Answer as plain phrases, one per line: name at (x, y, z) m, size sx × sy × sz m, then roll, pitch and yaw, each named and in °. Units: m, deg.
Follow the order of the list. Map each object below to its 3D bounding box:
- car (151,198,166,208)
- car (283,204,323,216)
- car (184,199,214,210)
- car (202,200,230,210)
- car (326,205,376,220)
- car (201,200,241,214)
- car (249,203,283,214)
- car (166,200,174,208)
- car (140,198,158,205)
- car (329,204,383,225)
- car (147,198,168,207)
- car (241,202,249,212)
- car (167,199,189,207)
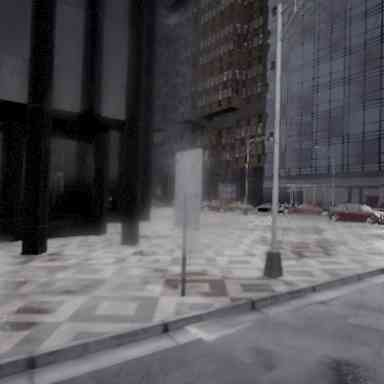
car at (-6.423, 1.656, 52.027) m, size 1.967 × 1.590 × 4.097 m, roll 3°, pitch -2°, yaw -36°
car at (13.275, 2.103, 39.123) m, size 1.802 × 1.307 × 4.206 m, roll 3°, pitch -2°, yaw -36°
car at (1.036, 1.921, 51.523) m, size 2.128 × 1.511 × 4.902 m, roll 3°, pitch -1°, yaw -35°
car at (3.700, 2.081, 52.512) m, size 2.008 × 1.369 × 4.403 m, roll 3°, pitch -2°, yaw -36°
car at (16.468, 2.083, 34.661) m, size 1.947 × 1.339 × 4.313 m, roll 3°, pitch -2°, yaw -36°
car at (3.152, 1.752, 38.634) m, size 1.887 × 1.381 × 4.507 m, roll 3°, pitch -2°, yaw -36°
car at (10.084, 2.090, 43.586) m, size 1.947 × 1.339 × 4.313 m, roll 3°, pitch -2°, yaw -36°
car at (-5.008, 1.883, 54.760) m, size 1.994 × 1.385 × 4.181 m, roll 3°, pitch -2°, yaw -35°
car at (-9.070, 2.098, 70.363) m, size 1.947 × 1.339 × 4.313 m, roll 3°, pitch -2°, yaw -36°
car at (12.715, 1.639, 25.272) m, size 1.967 × 1.590 × 4.097 m, roll 3°, pitch -2°, yaw -37°
car at (-6.553, 1.957, 62.102) m, size 1.812 × 1.442 × 4.674 m, roll 3°, pitch -2°, yaw -36°
car at (6.793, 2.052, 48.188) m, size 1.752 × 1.417 × 4.829 m, roll 3°, pitch -2°, yaw -36°
car at (-2.685, 2.084, 61.438) m, size 2.008 × 1.369 × 4.403 m, roll 3°, pitch -2°, yaw -36°
